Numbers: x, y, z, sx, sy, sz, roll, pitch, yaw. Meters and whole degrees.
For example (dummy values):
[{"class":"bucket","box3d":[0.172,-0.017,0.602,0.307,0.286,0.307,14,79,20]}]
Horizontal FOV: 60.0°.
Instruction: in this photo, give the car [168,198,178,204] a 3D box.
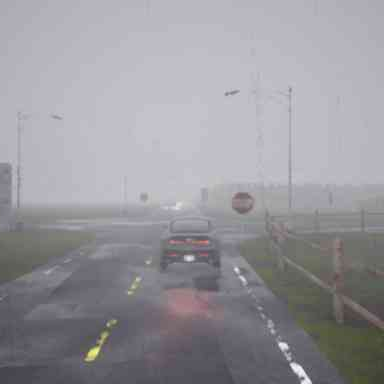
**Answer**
[{"class":"car","box3d":[-4.223,1.968,73.755,2.033,1.411,5.357,0,0,-2]}]

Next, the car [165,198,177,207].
[{"class":"car","box3d":[-3.748,1.900,58.209,2.033,1.411,5.357,0,0,-1]}]

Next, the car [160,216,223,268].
[{"class":"car","box3d":[0.011,1.581,11.564,1.837,1.490,4.892,0,0,2]}]
